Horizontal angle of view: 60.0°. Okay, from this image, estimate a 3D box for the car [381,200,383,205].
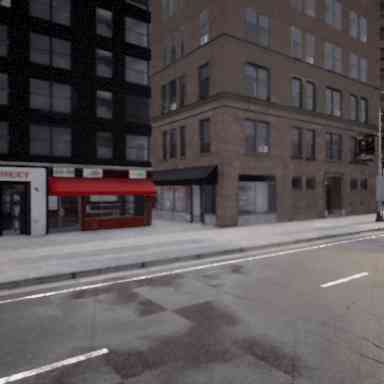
[{"bbox_3d":[25.389,1.227,45.002,1.947,1.339,4.313,0,0,-35],"label":"car"}]
